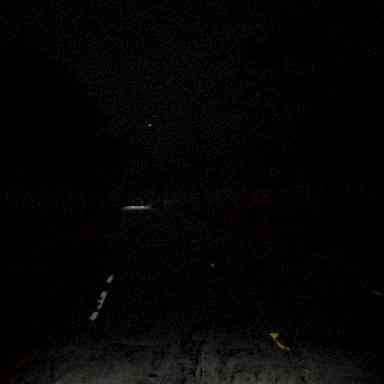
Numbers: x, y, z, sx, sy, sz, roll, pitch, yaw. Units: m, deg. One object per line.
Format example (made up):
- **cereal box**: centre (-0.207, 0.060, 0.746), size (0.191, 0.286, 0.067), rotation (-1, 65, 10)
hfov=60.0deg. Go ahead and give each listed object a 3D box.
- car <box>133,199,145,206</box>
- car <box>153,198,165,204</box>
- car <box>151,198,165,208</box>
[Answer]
- **car**: centre (-9.651, 1.886, 60.335), size (1.895, 1.301, 4.718), rotation (0, 0, -4)
- **car**: centre (-6.972, 1.884, 70.925), size (1.895, 1.301, 4.718), rotation (0, 0, 2)
- **car**: centre (-5.383, 1.821, 51.619), size (1.895, 1.301, 4.718), rotation (0, 0, -9)
